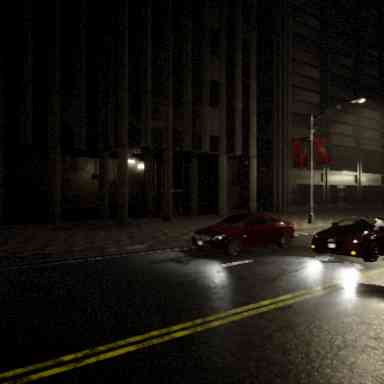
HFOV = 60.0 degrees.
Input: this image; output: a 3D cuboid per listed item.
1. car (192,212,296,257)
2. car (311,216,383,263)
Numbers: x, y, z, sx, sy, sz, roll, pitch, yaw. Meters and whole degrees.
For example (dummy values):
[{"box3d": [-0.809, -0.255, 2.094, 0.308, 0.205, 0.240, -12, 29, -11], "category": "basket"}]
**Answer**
[{"box3d": [2.187, 1.543, 13.233, 4.674, 1.442, 1.812, 0, 0, -36], "category": "car"}, {"box3d": [6.231, 1.587, 12.125, 4.181, 1.385, 1.994, 0, 0, -35], "category": "car"}]
